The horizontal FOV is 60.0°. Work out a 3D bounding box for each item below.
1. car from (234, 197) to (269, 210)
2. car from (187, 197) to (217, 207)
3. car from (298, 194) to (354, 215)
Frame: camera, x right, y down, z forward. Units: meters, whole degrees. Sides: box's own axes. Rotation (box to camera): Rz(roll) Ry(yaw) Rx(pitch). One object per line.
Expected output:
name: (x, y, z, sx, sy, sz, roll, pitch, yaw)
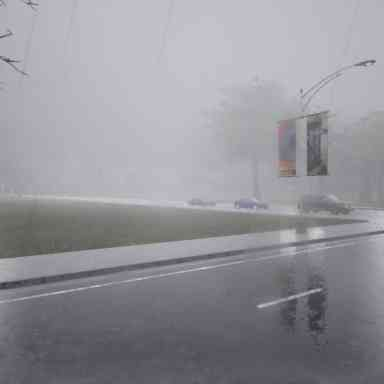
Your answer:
car: (7.510, 1.444, 42.239, 1.882, 1.535, 5.008, 0, 0, -36)
car: (1.424, 1.483, 50.583, 2.033, 1.411, 5.357, 0, 0, -36)
car: (13.524, 1.224, 34.007, 2.150, 2.045, 5.566, 0, 0, -36)
